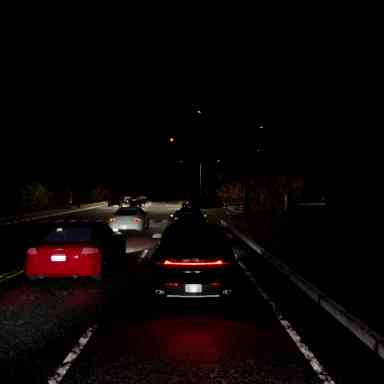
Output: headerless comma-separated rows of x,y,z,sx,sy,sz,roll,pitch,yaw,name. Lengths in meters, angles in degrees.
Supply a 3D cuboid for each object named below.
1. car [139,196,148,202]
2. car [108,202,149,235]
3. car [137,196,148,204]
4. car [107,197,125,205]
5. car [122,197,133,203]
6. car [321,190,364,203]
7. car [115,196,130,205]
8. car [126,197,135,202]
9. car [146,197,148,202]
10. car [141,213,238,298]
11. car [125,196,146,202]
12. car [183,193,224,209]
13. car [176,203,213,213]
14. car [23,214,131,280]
-11.799,1.732,81.238,2.128,1.511,4.902,0,0,-7,car
-3.479,1.540,18.768,1.812,1.442,4.674,0,0,-3,car
-10.558,1.684,71.099,2.128,1.511,4.902,0,0,-6,car
-12.129,1.616,52.938,1.812,1.442,4.674,0,0,-5,car
-13.904,1.715,71.753,1.994,1.385,4.181,0,0,-7,car
17.413,0.501,38.587,4.674,1.442,1.812,-2,0,-3,car
-12.931,1.615,62.026,2.128,1.511,4.902,0,0,-5,car
-15.174,1.807,81.998,1.895,1.301,4.718,0,0,-8,car
-9.591,1.684,61.126,1.994,1.385,4.181,0,0,-5,car
0.013,1.509,8.491,1.837,1.490,4.892,0,0,0,car
-8.813,1.579,52.273,2.128,1.511,4.902,0,0,-5,car
1.090,1.067,36.705,4.553,1.767,2.097,-3,0,-19,car
-0.180,1.561,17.899,2.033,1.411,5.357,0,0,-2,car
-3.259,1.570,10.023,1.994,1.385,4.181,0,0,-1,car
